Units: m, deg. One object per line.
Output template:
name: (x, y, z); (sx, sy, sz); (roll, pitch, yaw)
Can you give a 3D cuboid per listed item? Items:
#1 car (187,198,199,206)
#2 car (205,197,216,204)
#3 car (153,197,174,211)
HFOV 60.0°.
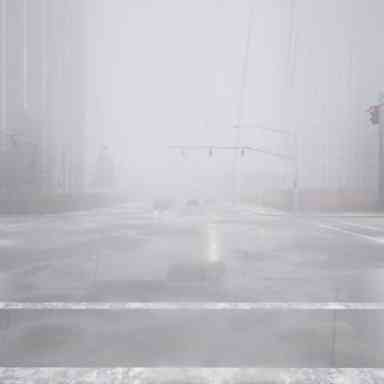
car: (0.129, 1.600, 53.542); (1.895, 1.301, 4.718); (0, 0, 0)
car: (3.535, 1.601, 64.979); (1.895, 1.301, 4.718); (0, 0, 0)
car: (-3.577, 1.564, 40.754); (1.994, 1.385, 4.181); (0, 0, 0)
